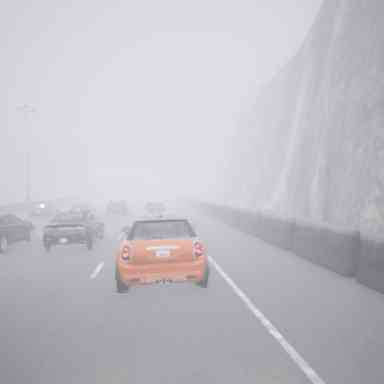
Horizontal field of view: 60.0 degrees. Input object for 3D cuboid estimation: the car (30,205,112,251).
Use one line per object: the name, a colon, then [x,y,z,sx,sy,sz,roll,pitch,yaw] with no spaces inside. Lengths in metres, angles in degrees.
car: [-5.063,1.587,14.757,2.128,1.511,4.902,-2,0,-7]

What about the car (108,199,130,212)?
car: [-7.211,1.483,32.506,2.128,1.511,4.902,-2,1,-7]

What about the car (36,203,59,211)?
car: [-14.234,1.748,32.317,1.994,1.385,4.181,-2,1,-7]

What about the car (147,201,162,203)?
car: [-3.090,1.481,27.586,2.033,1.411,5.357,-2,1,-7]

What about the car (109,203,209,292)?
car: [-0.885,1.356,9.311,2.097,1.767,4.553,-2,0,-7]

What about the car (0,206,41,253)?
car: [-8.566,1.672,14.575,1.882,1.535,5.008,-2,0,-7]

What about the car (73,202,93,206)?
car: [-10.749,1.650,32.638,1.994,1.385,4.181,-2,1,-7]
